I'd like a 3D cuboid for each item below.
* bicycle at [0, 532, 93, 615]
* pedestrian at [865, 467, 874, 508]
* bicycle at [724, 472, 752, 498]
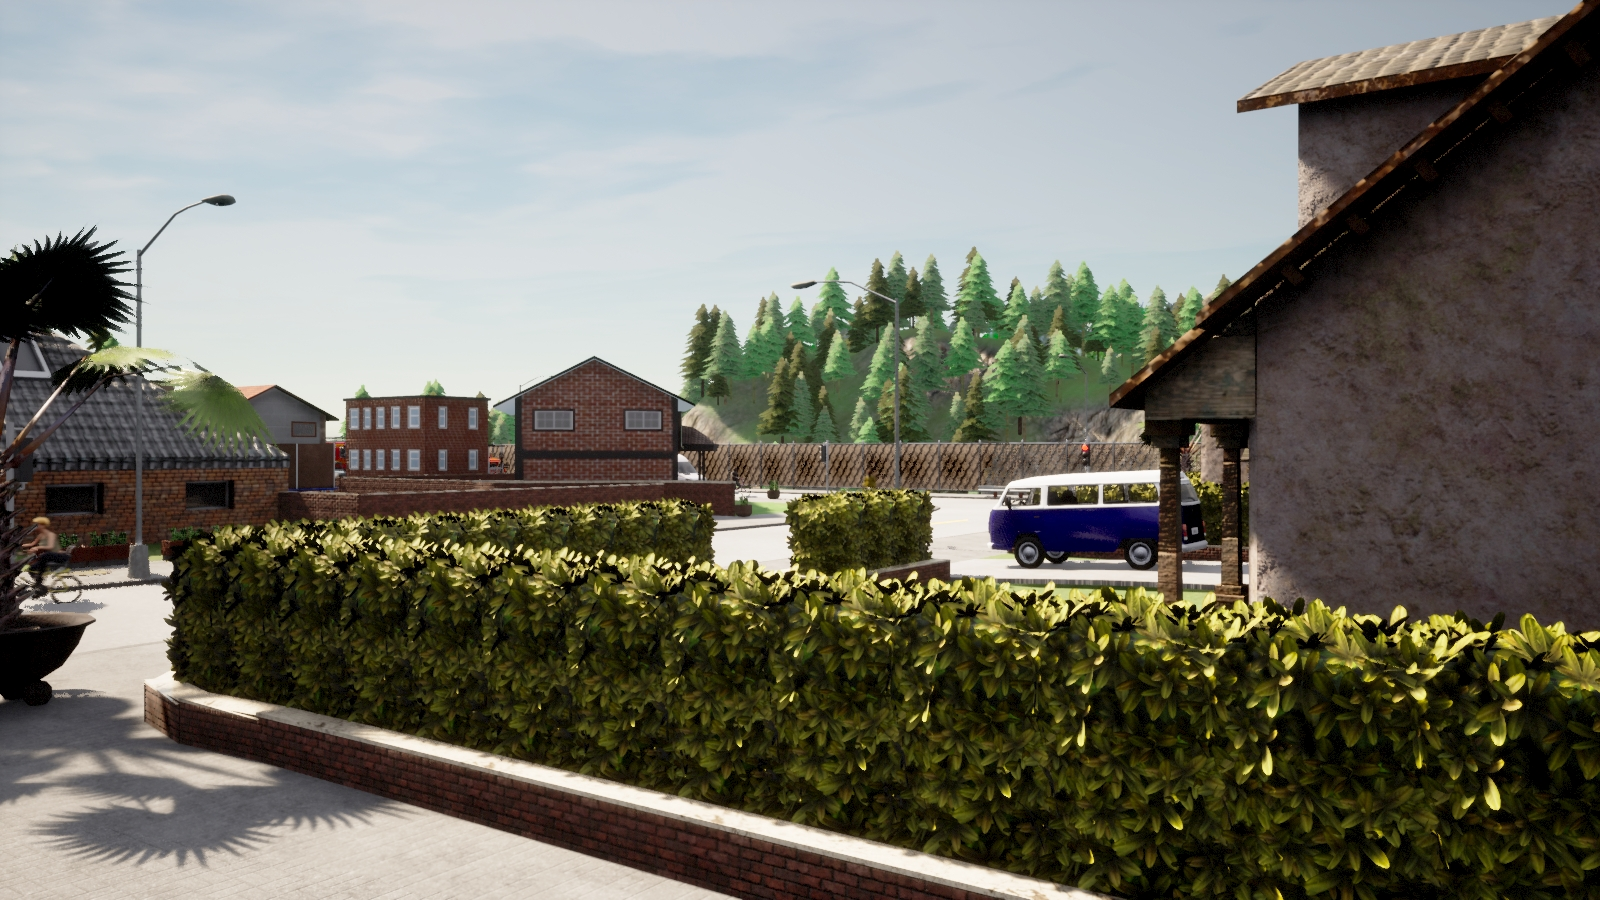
[{"bbox_3d":[-13.501,2.149,20.197,0.859,1.276,1.487,0,0,35],"label":"bicycle"},{"bbox_3d":[3.225,1.734,52.948,0.375,1.860,0.375,0,0,17],"label":"pedestrian"},{"bbox_3d":[-3.643,2.044,67.431,1.835,1.471,0.329,0,0,35],"label":"bicycle"}]
